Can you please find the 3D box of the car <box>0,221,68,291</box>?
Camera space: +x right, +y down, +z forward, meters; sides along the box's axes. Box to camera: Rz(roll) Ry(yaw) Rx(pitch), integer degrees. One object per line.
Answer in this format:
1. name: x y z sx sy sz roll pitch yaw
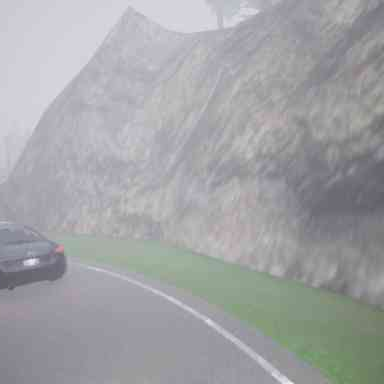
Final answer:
1. car: -4.924 1.428 8.212 4.181 1.385 1.994 0 2 38
